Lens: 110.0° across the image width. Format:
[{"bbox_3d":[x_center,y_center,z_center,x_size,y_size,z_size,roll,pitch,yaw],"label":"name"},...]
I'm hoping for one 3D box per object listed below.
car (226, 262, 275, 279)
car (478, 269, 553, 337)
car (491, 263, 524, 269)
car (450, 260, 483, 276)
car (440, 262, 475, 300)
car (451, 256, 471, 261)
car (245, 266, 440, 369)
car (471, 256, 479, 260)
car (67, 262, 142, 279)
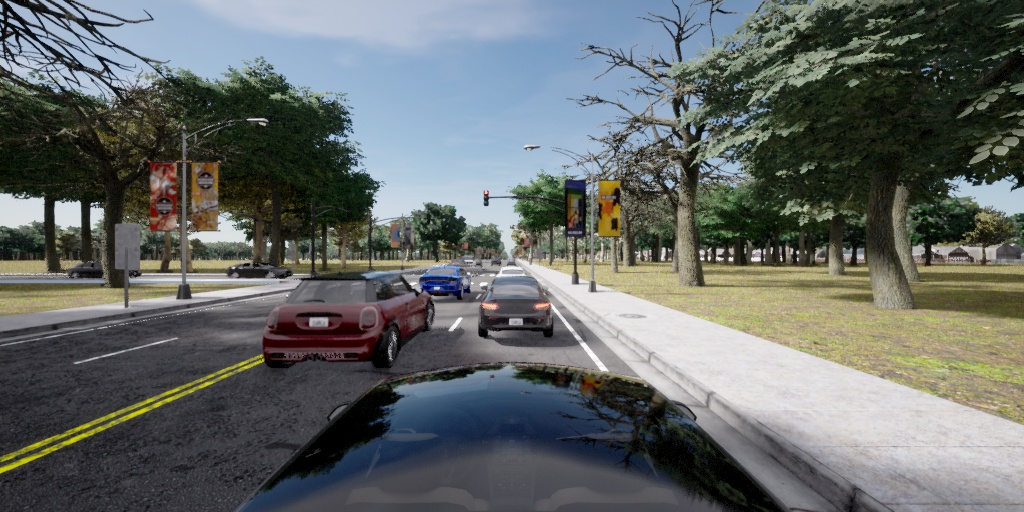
[{"bbox_3d":[-21.057,1.240,29.999,4.892,1.490,1.837,0,0,0],"label":"car"},{"bbox_3d":[0.086,1.276,10.154,1.812,1.442,4.674,0,0,0],"label":"car"},{"bbox_3d":[0.033,1.279,19.257,1.812,1.442,4.674,0,0,0],"label":"car"},{"bbox_3d":[-5.086,1.360,34.378,4.718,1.301,1.895,0,0,-44],"label":"car"},{"bbox_3d":[-3.179,1.230,17.778,1.882,1.535,5.008,0,0,1],"label":"car"},{"bbox_3d":[-6.673,1.116,43.611,2.097,1.767,4.553,0,0,0],"label":"car"},{"bbox_3d":[-3.160,1.102,7.962,2.097,1.767,4.553,0,0,0],"label":"car"},{"bbox_3d":[-6.692,0.994,54.293,2.150,2.045,5.566,0,0,-1],"label":"car"},{"bbox_3d":[-33.983,1.224,29.967,4.892,1.490,1.837,0,0,0],"label":"car"}]
